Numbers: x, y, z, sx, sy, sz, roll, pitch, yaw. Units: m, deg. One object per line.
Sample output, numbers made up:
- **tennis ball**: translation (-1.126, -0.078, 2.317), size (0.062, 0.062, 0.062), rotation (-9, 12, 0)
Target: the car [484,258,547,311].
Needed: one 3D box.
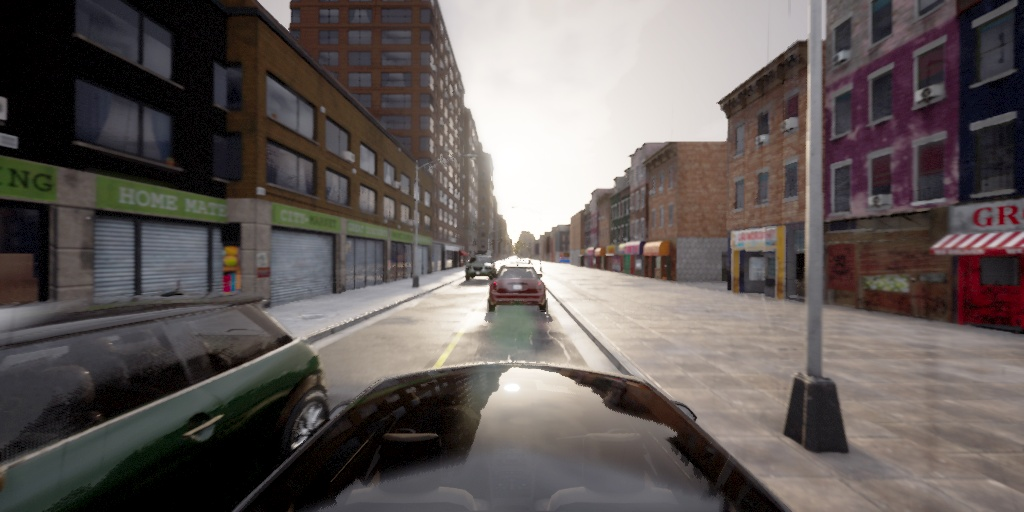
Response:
- **car**: translation (0.215, 1.099, 14.529), size (2.097, 1.767, 4.553), rotation (0, 0, 1)

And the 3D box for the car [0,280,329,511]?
- **car**: translation (-2.865, 1.088, 1.636), size (2.097, 1.767, 4.553), rotation (0, 0, 1)

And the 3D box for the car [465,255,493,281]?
- **car**: translation (-2.524, 0.953, 29.814), size (2.150, 2.045, 5.566), rotation (0, 0, 1)
